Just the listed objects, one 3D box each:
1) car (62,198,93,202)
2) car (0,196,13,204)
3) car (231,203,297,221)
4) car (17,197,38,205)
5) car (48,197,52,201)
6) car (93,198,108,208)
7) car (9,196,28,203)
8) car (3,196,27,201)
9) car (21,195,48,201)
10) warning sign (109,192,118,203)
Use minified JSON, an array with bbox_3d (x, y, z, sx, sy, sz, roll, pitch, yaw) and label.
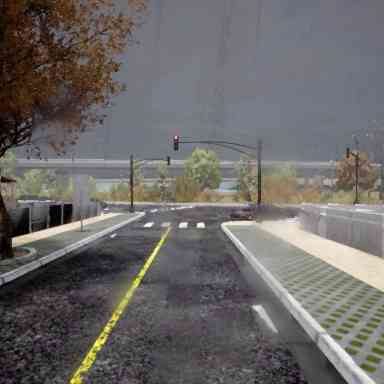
[{"bbox_3d":[-16.522,1.754,46.206,4.902,1.511,2.128,0,2,36],"label":"car"},{"bbox_3d":[-40.872,1.695,72.047,4.892,1.490,1.837,-1,2,36],"label":"car"},{"bbox_3d":[6.007,1.651,28.156,5.357,1.411,2.033,-2,1,-9],"label":"car"},{"bbox_3d":[-32.660,1.746,66.085,4.674,1.442,1.812,-1,2,36],"label":"car"},{"bbox_3d":[-30.859,1.630,68.791,4.674,1.442,1.812,-1,2,36],"label":"car"},{"bbox_3d":[-14.361,1.655,48.653,4.892,1.490,1.837,0,2,36],"label":"car"},{"bbox_3d":[-38.984,1.680,74.694,4.718,1.301,1.895,-1,2,36],"label":"car"},{"bbox_3d":[-30.619,1.913,56.511,4.674,1.442,1.812,-1,2,37],"label":"car"},{"bbox_3d":[-28.508,1.496,58.996,5.566,2.045,2.150,0,2,37],"label":"car"},{"bbox_3d":[-14.246,0.995,60.260,1.060,1.860,1.300,2,1,36],"label":"warning sign"}]
